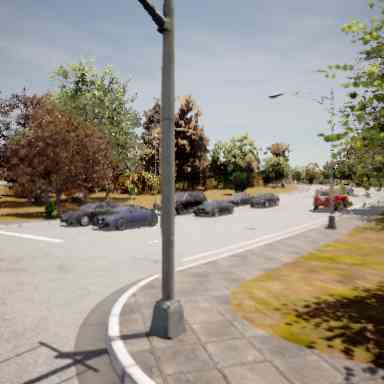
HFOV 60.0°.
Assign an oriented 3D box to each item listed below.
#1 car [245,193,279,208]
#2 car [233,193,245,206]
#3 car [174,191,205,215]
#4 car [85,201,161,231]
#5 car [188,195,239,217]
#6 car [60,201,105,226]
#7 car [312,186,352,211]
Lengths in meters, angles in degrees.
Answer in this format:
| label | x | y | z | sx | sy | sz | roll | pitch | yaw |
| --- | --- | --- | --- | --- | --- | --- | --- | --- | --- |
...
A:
| label | x | y | z | sx | sy | sz | roll | pitch | yaw |
| --- | --- | --- | --- | --- | --- | --- | --- | --- | --- |
| car | 8.123 | 0.862 | 37.047 | 1.837 | 1.490 | 4.892 | 0 | 3 | 37 |
| car | 5.641 | 0.877 | 39.571 | 2.033 | 1.411 | 5.357 | 0 | 3 | 37 |
| car | -0.735 | 0.955 | 31.047 | 2.150 | 2.045 | 5.566 | 0 | 2 | 36 |
| car | -4.085 | 1.513 | 20.694 | 1.994 | 1.385 | 4.181 | 0 | 1 | 37 |
| car | 1.900 | 1.309 | 28.721 | 1.994 | 1.385 | 4.181 | 0 | 2 | 36 |
| car | -6.702 | 1.446 | 23.042 | 1.837 | 1.490 | 4.892 | 0 | 1 | 37 |
| car | 13.359 | 0.624 | 32.043 | 2.150 | 2.045 | 5.566 | 0 | 3 | 37 |
